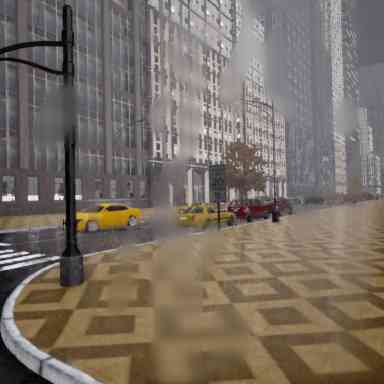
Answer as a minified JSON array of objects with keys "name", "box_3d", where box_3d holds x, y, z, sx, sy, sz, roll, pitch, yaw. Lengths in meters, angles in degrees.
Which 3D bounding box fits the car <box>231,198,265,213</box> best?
[{"name":"car","box_3d":[6.133,1.388,36.030,1.812,1.442,4.674,-2,-1,35]}]

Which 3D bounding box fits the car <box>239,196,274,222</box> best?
[{"name":"car","box_3d":[3.965,1.206,23.440,1.967,1.590,4.097,-2,-1,35]}]

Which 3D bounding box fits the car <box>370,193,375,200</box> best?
[{"name":"car","box_3d":[35.917,0.833,69.241,2.192,1.841,5.009,-2,-1,35]}]

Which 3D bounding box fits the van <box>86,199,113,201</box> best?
[{"name":"van","box_3d":[-5.875,1.363,23.342,1.690,1.788,3.998,-2,-1,35]}]

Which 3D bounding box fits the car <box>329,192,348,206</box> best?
[{"name":"car","box_3d":[20.010,1.159,46.500,1.752,1.417,4.829,-2,-1,35]}]

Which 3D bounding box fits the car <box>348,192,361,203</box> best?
[{"name":"car","box_3d":[26.292,1.027,55.528,1.967,1.590,4.097,-2,-1,35]}]

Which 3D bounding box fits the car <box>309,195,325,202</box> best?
[{"name":"car","box_3d":[26.056,1.315,69.274,1.887,1.381,4.507,-2,-1,35]}]

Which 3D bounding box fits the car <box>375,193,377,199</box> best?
[{"name":"car","box_3d":[39.147,1.061,73.797,1.947,1.339,4.313,-2,-1,35]}]

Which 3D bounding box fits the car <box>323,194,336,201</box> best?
[{"name":"car","box_3d":[32.442,1.271,78.460,1.887,1.381,4.507,-2,-1,35]}]

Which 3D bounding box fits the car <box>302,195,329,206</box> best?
[{"name":"car","box_3d":[17.596,1.185,47.375,1.882,1.535,5.008,-2,-1,35]}]

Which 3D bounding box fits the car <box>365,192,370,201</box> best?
[{"name":"car","box_3d":[32.710,0.980,64.669,1.967,1.590,4.097,-2,-1,35]}]

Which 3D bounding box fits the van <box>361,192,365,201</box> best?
[{"name":"van","box_3d":[29.504,0.904,60.095,1.690,1.788,3.998,-2,-1,35]}]

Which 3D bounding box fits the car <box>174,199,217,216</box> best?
[{"name":"car","box_3d":[0.417,1.492,32.387,1.752,1.417,4.829,-2,-1,35]}]

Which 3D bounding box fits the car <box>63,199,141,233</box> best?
[{"name":"car","box_3d":[-5.203,1.439,19.741,1.882,1.535,5.008,-2,-1,35]}]

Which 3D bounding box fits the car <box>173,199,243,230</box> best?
[{"name":"car","box_3d":[0.877,1.318,18.993,1.752,1.417,4.829,-2,-1,35]}]

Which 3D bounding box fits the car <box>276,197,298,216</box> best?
[{"name":"car","box_3d":[7.156,1.320,28.024,1.802,1.307,4.206,-2,-1,35]}]

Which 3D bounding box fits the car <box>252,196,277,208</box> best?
[{"name":"car","box_3d":[10.090,1.328,46.308,1.967,1.590,4.097,-2,-1,35]}]

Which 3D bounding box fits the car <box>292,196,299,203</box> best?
[{"name":"car","box_3d":[16.477,1.390,55.493,2.008,1.369,4.403,-2,-1,35]}]

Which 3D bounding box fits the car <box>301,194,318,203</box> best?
[{"name":"car","box_3d":[22.861,1.233,64.681,1.967,1.590,4.097,-2,-1,35]}]

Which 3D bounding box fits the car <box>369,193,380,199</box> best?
[{"name":"car","box_3d":[45.521,1.005,82.969,2.008,1.369,4.403,-2,-1,35]}]
